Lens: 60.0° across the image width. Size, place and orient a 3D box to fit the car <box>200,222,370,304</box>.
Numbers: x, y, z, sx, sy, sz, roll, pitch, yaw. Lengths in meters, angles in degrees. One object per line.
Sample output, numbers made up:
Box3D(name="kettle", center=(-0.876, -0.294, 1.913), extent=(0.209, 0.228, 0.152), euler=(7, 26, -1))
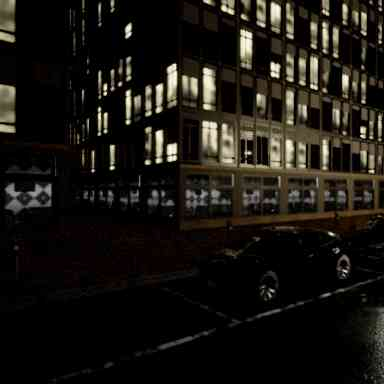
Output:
Box3D(name="car", center=(2.198, 1.536, 8.122), extent=(4.313, 1.339, 1.947), euler=(0, 0, -35))

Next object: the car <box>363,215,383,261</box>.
Box3D(name="car", center=(6.707, 1.495, 11.338), extent=(4.403, 1.369, 2.008), euler=(0, 0, -35))
